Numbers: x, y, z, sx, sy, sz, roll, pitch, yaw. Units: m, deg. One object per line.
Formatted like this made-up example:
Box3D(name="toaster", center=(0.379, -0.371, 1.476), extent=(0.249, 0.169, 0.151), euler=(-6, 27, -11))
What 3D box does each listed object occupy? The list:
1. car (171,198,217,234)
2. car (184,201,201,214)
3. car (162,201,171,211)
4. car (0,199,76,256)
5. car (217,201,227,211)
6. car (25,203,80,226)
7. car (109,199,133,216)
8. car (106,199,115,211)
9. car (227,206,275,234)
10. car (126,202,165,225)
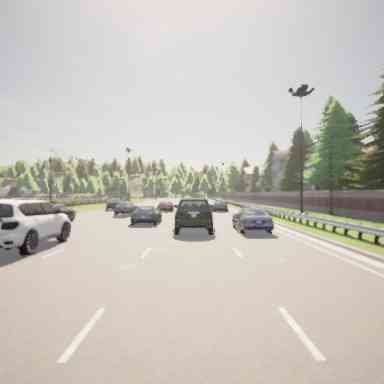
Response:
Box3D(name="car", center=(0.099, 1.343, 20.092), extent=(2.150, 2.045, 5.566), euler=(0, 0, 0))
Box3D(name="car", center=(0.095, 1.838, 40.018), extent=(1.895, 1.301, 4.718), euler=(0, 0, 0))
Box3D(name="car", center=(-3.406, 1.824, 43.843), extent=(1.994, 1.385, 4.181), euler=(0, 0, 0))
Box3D(name="car", center=(-6.902, 1.304, 13.651), extent=(2.150, 2.045, 5.566), euler=(0, 0, 0))
Box3D(name="car", center=(3.594, 1.826, 44.029), extent=(1.994, 1.385, 4.181), euler=(0, 0, 0))
Box3D(name="car", center=(-10.403, 1.640, 25.333), extent=(2.128, 1.511, 4.902), euler=(0, -1, 0))
Box3D(name="car", center=(-6.904, 1.756, 35.229), extent=(2.033, 1.411, 5.357), euler=(0, 0, 0))
Box3D(name="car", center=(-10.440, 1.776, 45.573), extent=(1.837, 1.490, 4.892), euler=(0, 0, 0))
Box3D(name="car", center=(3.596, 1.668, 20.264), extent=(2.033, 1.411, 5.357), euler=(0, 0, 0))
Box3D(name="car", center=(-3.403, 1.714, 25.197), extent=(1.994, 1.385, 4.181), euler=(0, 0, 0))
